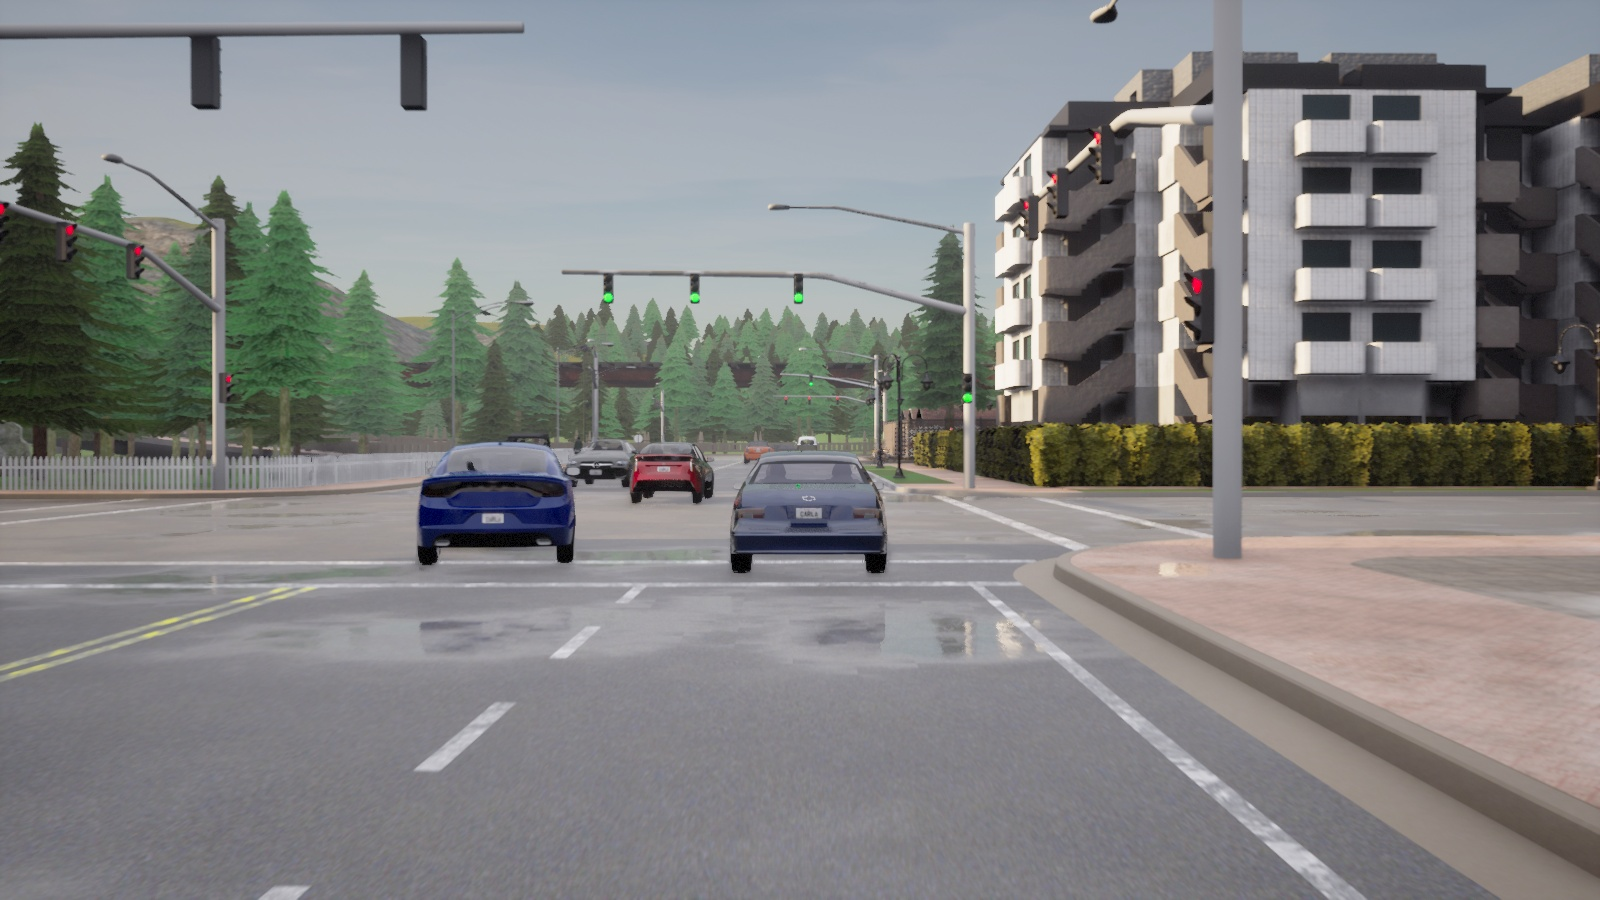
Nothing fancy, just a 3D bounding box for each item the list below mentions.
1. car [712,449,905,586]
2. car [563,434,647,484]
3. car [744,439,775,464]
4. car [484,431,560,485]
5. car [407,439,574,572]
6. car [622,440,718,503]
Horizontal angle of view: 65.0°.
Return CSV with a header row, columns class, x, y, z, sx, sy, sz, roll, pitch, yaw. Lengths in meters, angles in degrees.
class,x,y,z,sx,sy,sz,roll,pitch,yaw
car,0.105,0.705,15.881,2.033,1.411,5.357,0,0,0
car,-6.736,0.272,43.912,2.152,1.651,5.027,0,0,0
car,-2.964,0.085,91.813,2.097,1.767,4.553,0,0,0
car,-10.222,0.272,46.443,1.905,1.878,3.866,0,0,0
car,-4.060,0.625,17.065,1.882,1.535,5.008,0,0,-11
car,-3.299,0.506,32.672,2.007,1.525,4.514,0,0,0
